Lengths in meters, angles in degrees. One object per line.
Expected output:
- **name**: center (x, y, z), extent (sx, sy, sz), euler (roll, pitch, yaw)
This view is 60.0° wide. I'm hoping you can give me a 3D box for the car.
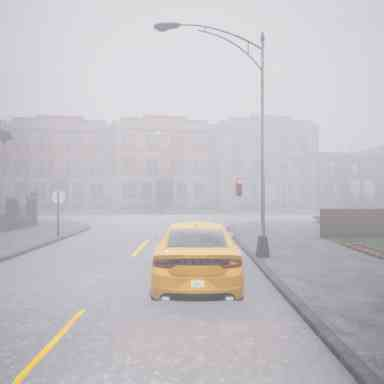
- **car**: center (0.107, 1.478, 8.375), extent (1.882, 1.535, 5.008), euler (0, 0, 0)
